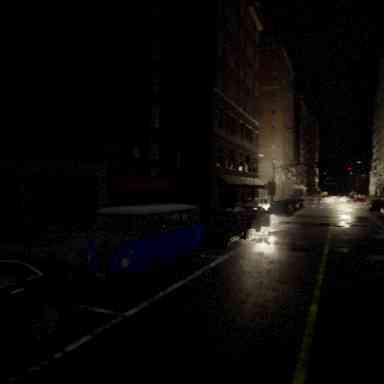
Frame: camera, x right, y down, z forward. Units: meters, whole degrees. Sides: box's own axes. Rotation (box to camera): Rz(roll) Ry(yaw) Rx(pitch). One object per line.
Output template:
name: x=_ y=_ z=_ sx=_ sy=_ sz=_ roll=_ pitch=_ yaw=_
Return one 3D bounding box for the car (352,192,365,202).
car: x=35.077 y=1.186 z=69.565 sx=1.967 sy=1.590 sz=4.097 roll=1 pitch=0 yaw=24

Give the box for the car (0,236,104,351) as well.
car: x=-3.302 y=1.471 z=3.872 sx=2.008 sy=1.369 sz=4.403 roll=1 pitch=1 yaw=24

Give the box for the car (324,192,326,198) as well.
car: x=31.674 y=1.150 z=82.908 sx=2.008 sy=1.369 sz=4.403 roll=1 pitch=0 yaw=24

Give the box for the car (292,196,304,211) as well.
car: x=10.036 y=1.356 z=34.065 sx=1.802 sy=1.307 sz=4.206 roll=1 pitch=1 yaw=24

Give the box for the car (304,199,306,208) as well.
car: x=12.261 y=1.191 z=39.096 sx=1.967 sy=1.590 sz=4.097 roll=1 pitch=1 yaw=24

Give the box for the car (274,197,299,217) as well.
car: x=7.814 y=1.363 z=29.033 sx=1.947 sy=1.339 sz=4.313 roll=1 pitch=1 yaw=24

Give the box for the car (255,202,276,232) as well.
car: x=3.368 y=1.427 z=18.969 sx=1.802 sy=1.307 sz=4.206 roll=1 pitch=1 yaw=24

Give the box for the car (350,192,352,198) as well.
car: x=39.466 y=1.270 z=79.453 sx=2.008 sy=1.369 sz=4.403 roll=1 pitch=0 yaw=24

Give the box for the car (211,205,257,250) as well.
car: x=1.144 y=1.436 z=13.937 sx=1.947 sy=1.339 sz=4.313 roll=1 pitch=1 yaw=24

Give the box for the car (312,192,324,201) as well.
car: x=27.284 y=1.208 z=73.022 sx=1.802 sy=1.307 sz=4.206 roll=1 pitch=0 yaw=24

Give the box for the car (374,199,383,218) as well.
car: x=15.611 y=1.467 z=25.589 sx=2.008 sy=1.369 sz=4.403 roll=1 pitch=1 yaw=24

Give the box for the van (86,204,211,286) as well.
van: x=-1.077 y=1.236 z=8.903 sx=1.690 sy=1.788 sz=3.998 roll=1 pitch=1 yaw=24

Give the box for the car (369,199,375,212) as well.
car: x=20.057 y=1.436 z=35.653 sx=1.947 sy=1.339 sz=4.313 roll=1 pitch=1 yaw=24
